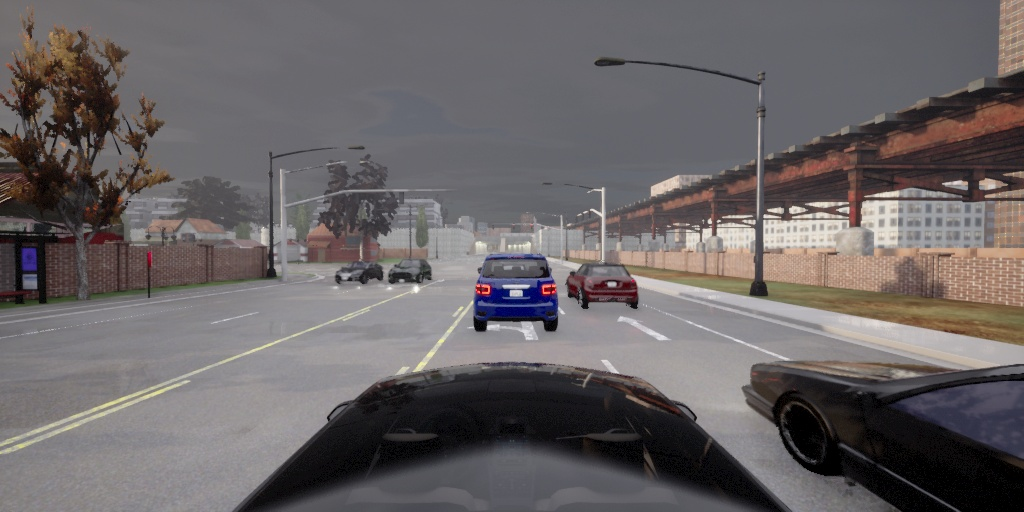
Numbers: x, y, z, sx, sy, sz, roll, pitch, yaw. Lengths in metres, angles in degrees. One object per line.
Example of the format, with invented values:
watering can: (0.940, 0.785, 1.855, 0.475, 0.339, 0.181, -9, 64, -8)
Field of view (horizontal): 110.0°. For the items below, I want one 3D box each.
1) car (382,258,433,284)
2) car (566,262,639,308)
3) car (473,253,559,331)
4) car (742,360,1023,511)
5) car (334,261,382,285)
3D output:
car: (-7.034, 0.958, 25.105, 2.097, 1.767, 4.553, 0, 1, 0)
car: (3.585, 1.041, 14.994, 2.097, 1.767, 4.553, 0, 0, 0)
car: (0.089, 0.940, 10.992, 2.150, 2.045, 5.566, 0, 0, 0)
car: (3.610, 1.297, 1.699, 2.033, 1.411, 5.357, 0, 0, 0)
car: (-10.533, 1.105, 25.058, 2.128, 1.511, 4.902, 0, 0, 0)
